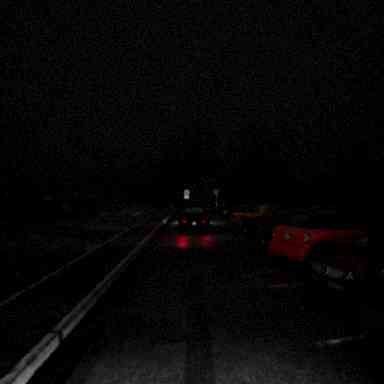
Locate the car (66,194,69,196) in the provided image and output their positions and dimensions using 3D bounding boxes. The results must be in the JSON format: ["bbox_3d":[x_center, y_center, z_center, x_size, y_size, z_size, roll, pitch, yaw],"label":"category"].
[{"bbox_3d":[-24.296,1.381,63.174,2.435,2.045,5.566,1,-3,-19],"label":"car"}]

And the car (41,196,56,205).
[{"bbox_3d":[-27.301,1.633,63.191,2.231,1.521,4.892,1,-3,-19],"label":"car"}]

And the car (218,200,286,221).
[{"bbox_3d":[4.862,1.478,27.060,4.892,1.521,2.231,1,0,-20],"label":"car"}]

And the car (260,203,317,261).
[{"bbox_3d":[4.804,1.357,10.506,4.553,1.767,2.185,1,0,-20],"label":"car"}]

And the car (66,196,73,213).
[{"bbox_3d":[-13.442,1.434,29.561,5.366,1.575,1.946,-1,1,-20],"label":"car"}]

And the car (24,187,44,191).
[{"bbox_3d":[-33.898,-0.001,70.117,5.566,2.045,2.150,4,-2,1],"label":"car"}]

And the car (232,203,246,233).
[{"bbox_3d":[4.816,1.510,16.866,4.792,1.488,2.163,1,0,-20],"label":"car"}]

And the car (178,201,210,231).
[{"bbox_3d":[0.117,1.521,20.354,1.812,1.442,4.674,0,0,0],"label":"car"}]

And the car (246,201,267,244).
[{"bbox_3d":[4.868,1.357,13.496,4.553,1.767,2.185,1,0,-20],"label":"car"}]

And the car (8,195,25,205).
[{"bbox_3d":[-33.352,1.508,63.308,2.185,1.767,4.553,1,-3,-19],"label":"car"}]

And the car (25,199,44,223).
[{"bbox_3d":[-13.296,1.498,23.585,4.674,1.452,2.002,-1,0,-20],"label":"car"}]

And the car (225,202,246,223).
[{"bbox_3d":[5.018,1.480,20.341,5.366,1.575,1.946,1,0,-20],"label":"car"}]

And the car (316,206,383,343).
[{"bbox_3d":[4.860,1.234,4.571,5.566,2.045,2.435,1,0,-20],"label":"car"}]

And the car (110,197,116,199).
[{"bbox_3d":[-18.057,1.307,69.787,5.008,1.535,1.882,4,-2,1],"label":"car"}]

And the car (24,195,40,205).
[{"bbox_3d":[-30.315,1.505,63.203,2.185,1.767,4.553,1,-3,-19],"label":"car"}]

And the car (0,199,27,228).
[{"bbox_3d":[-13.315,1.462,20.560,5.008,1.535,2.097,-1,0,-20],"label":"car"}]

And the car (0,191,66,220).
[{"bbox_3d":[-13.308,1.198,26.586,5.566,2.045,2.435,-1,0,-20],"label":"car"}]

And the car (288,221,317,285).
[{"bbox_3d":[4.833,1.524,7.534,4.674,1.452,2.002,1,0,-20],"label":"car"}]

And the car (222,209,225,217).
[{"bbox_3d":[4.845,1.480,23.666,4.892,1.521,2.231,1,0,-20],"label":"car"}]
